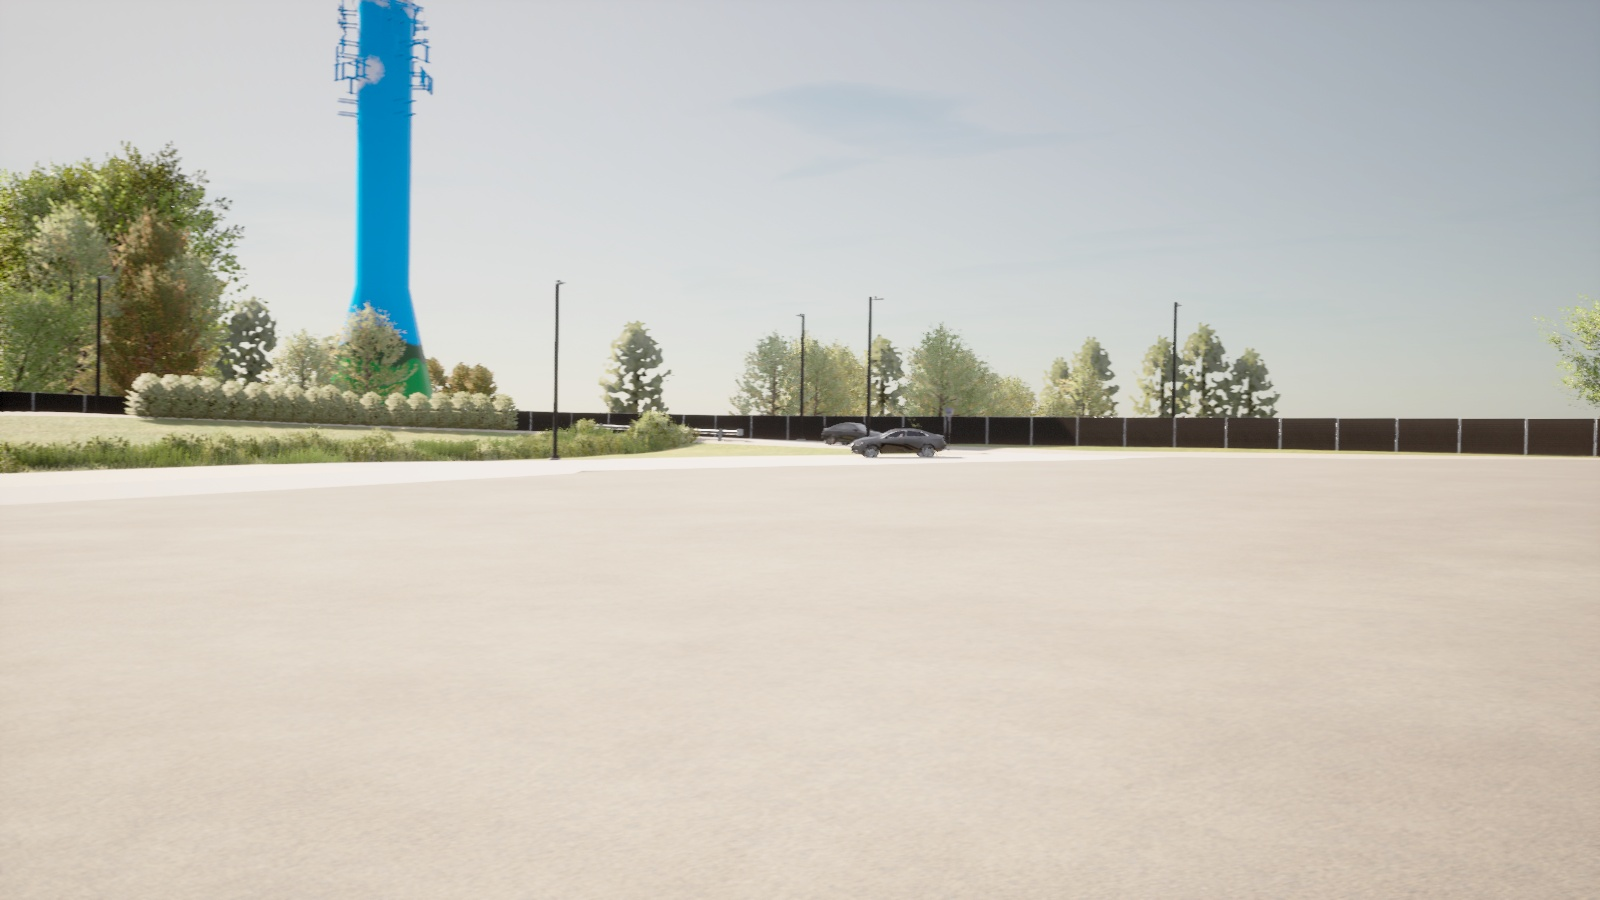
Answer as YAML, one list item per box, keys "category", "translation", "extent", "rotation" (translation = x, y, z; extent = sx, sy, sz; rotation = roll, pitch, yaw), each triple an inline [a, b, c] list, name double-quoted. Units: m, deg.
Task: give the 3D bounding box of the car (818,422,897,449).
- category: "car"
  translation: [3.574, -0.917, 78.382]
  extent: [4.674, 1.442, 1.812]
  rotation: [4, 2, 37]

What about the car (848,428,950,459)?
- category: "car"
  translation: [5.053, -0.347, 64.520]
  extent: [4.902, 1.511, 2.128]
  rotation: [0, 2, -4]
